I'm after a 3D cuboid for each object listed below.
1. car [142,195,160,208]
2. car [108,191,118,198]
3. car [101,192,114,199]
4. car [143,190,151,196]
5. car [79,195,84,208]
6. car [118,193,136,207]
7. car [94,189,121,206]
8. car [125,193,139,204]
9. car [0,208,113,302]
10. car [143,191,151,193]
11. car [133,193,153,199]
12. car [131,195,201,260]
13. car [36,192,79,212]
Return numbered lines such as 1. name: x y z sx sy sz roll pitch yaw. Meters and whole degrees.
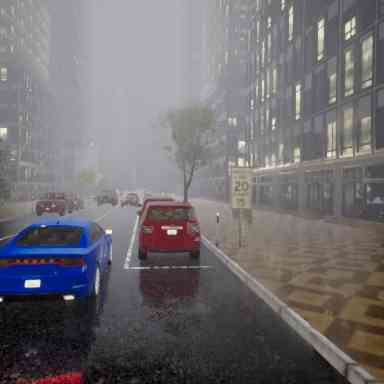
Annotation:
1. car: -4.936 1.134 39.520 2.008 1.369 4.403 1 1 -8
2. car: -18.205 0.478 76.932 1.967 1.590 4.097 1 1 -8
3. car: -16.644 0.713 65.927 2.008 1.369 4.403 1 1 -8
4. car: -12.746 0.277 94.549 2.192 1.841 5.009 1 1 -8
5. car: -11.955 0.979 32.907 1.967 1.590 4.097 1 1 -8
6. car: -7.662 1.130 40.950 1.895 1.301 4.718 1 1 -8
7. car: -10.731 0.689 42.564 2.150 2.045 5.566 1 1 -8
8. car: -9.108 0.893 50.801 1.882 1.535 5.008 1 1 -8
9. car: -3.070 1.388 8.135 1.882 1.535 5.008 1 1 -8
10. car: -7.280 0.940 56.030 1.887 1.381 4.507 1 1 -8
11. car: -1.794 1.155 17.510 2.192 1.841 5.009 1 1 -8
12. car: -0.917 1.220 12.022 2.192 1.841 5.009 1 1 -8
13. car: -11.172 0.917 27.402 2.192 1.841 5.009 1 1 -8
